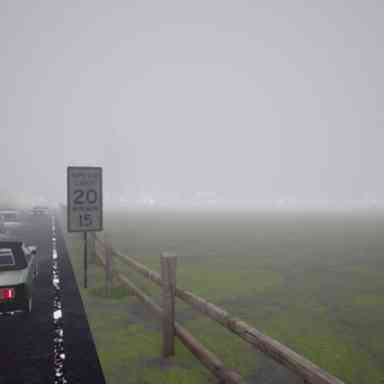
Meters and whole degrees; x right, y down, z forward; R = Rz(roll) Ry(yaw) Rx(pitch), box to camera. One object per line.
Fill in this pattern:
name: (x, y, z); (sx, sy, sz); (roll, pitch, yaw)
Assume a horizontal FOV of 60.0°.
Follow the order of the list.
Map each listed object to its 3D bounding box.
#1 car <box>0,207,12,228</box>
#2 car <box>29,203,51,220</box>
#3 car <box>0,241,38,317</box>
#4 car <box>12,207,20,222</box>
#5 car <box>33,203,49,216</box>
car: (-14.232, 1.979, 23.211); (2.033, 1.411, 5.357); (0, -1, -23)
car: (-16.136, 2.163, 35.198); (2.033, 1.411, 5.357); (0, -1, -22)
car: (-4.438, 1.723, 7.249); (1.895, 1.301, 4.718); (0, -1, -23)
car: (-18.053, 2.158, 32.400); (1.994, 1.385, 4.181); (0, -1, -22)
car: (-20.096, 2.287, 44.497); (1.837, 1.490, 4.892); (0, -1, -23)
